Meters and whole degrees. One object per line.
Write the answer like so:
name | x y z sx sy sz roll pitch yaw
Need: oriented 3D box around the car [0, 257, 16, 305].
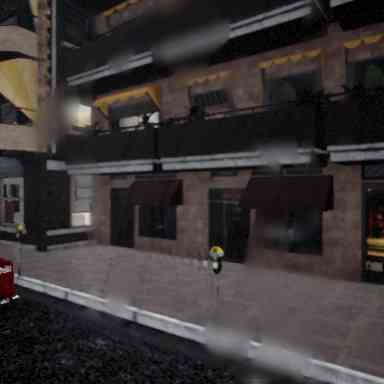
car | -5.326 1.533 6.673 4.507 1.381 1.887 0 0 36
